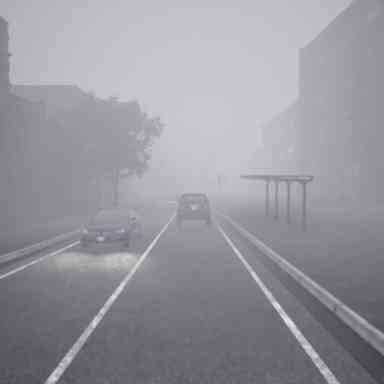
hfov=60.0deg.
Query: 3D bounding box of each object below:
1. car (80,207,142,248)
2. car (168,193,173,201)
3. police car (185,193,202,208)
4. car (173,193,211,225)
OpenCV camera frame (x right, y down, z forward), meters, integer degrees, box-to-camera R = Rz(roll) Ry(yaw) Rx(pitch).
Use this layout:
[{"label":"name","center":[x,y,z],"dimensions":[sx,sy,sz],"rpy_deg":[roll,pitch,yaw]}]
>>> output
[{"label":"car","center":[-3.301,1.417,14.394],"dimensions":[1.812,1.442,4.674],"rpy_deg":[0,0,0]},{"label":"car","center":[-2.938,0.827,56.064],"dimensions":[1.994,1.385,4.181],"rpy_deg":[0,1,1]},{"label":"police car","center":[0.157,0.981,41.357],"dimensions":[1.930,1.638,5.238],"rpy_deg":[0,1,0]},{"label":"car","center":[0.109,1.049,22.489],"dimensions":[2.150,2.045,5.566],"rpy_deg":[0,1,0]}]
